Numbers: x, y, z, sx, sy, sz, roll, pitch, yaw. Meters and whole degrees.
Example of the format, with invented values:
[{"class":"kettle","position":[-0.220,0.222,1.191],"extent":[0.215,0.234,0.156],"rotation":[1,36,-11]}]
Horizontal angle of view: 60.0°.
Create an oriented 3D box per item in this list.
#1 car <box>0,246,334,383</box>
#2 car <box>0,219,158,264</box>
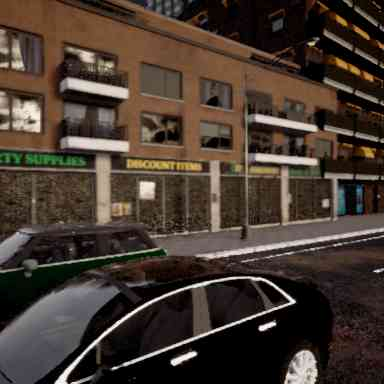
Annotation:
[{"class":"car","position":[-0.525,1.511,3.339],"extent":[4.892,1.490,1.837],"rotation":[0,0,-36]},{"class":"car","position":[-2.565,1.367,5.878],"extent":[4.553,1.767,2.097],"rotation":[0,0,-36]}]
